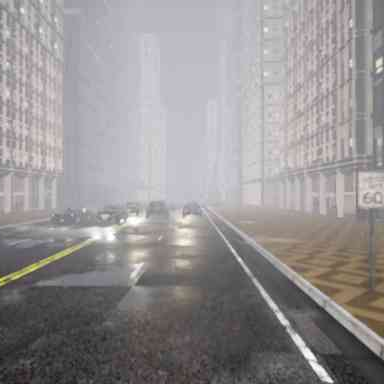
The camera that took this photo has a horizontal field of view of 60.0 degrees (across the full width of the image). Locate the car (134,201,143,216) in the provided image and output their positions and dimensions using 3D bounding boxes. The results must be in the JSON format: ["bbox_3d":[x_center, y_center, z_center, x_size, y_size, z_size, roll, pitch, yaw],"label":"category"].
[{"bbox_3d":[-6.480,1.740,36.397,2.128,1.511,4.902,0,0,0],"label":"car"}]

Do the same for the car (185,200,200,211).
[{"bbox_3d":[0.063,1.894,46.208,1.994,1.385,4.181,0,0,1],"label":"car"}]

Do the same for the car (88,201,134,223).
[{"bbox_3d":[-6.485,1.706,27.196,2.128,1.511,4.902,0,0,0],"label":"car"}]

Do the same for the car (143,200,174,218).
[{"bbox_3d":[-3.228,1.570,32.677,2.097,1.767,4.553,0,-1,0],"label":"car"}]

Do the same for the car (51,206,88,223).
[{"bbox_3d":[-9.735,1.843,27.167,1.895,1.301,4.718,0,0,0],"label":"car"}]

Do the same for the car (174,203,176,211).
[{"bbox_3d":[-3.196,1.923,45.391,1.895,1.301,4.718,0,0,1],"label":"car"}]

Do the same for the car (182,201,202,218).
[{"bbox_3d":[0.023,1.823,33.150,1.895,1.301,4.718,0,0,0],"label":"car"}]
